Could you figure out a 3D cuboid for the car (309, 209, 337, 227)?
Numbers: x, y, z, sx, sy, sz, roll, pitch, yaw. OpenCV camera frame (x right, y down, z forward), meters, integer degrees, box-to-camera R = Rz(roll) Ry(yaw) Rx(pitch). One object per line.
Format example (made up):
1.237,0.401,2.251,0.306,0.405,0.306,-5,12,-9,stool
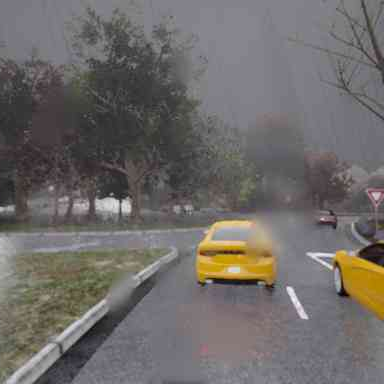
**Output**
10.583,2.073,26.860,1.994,1.385,4.181,-1,-2,22,car

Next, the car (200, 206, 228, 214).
3.581,2.925,54.671,4.718,1.301,1.895,-1,-2,39,car

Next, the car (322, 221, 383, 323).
3.984,1.523,5.731,1.882,1.535,5.008,0,-1,6,car

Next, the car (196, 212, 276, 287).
1.306,1.580,9.714,1.882,1.535,5.008,0,-1,9,car

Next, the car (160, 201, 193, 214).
-2.526,2.534,54.473,5.566,2.045,2.150,-1,-2,24,car

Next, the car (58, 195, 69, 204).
-33.205,2.279,84.865,1.946,1.575,5.366,0,2,-12,car
